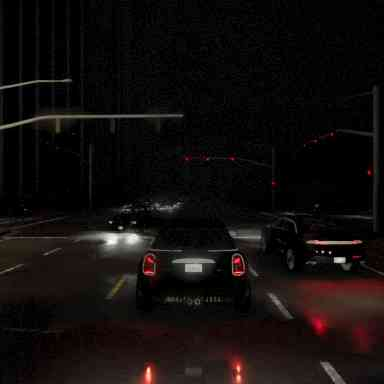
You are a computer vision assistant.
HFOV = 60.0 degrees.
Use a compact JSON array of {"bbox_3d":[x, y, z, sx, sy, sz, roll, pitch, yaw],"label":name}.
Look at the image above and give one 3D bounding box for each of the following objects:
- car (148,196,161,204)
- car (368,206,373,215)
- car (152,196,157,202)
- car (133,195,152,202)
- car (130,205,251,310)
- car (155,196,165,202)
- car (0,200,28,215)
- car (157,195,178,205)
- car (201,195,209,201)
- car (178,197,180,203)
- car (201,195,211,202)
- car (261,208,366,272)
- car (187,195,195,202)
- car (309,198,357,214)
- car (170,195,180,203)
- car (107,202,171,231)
[{"bbox_3d":[-7.177,1.526,64.154,1.812,1.442,4.674,0,0,0],"label":"car"},{"bbox_3d":[19.115,1.560,31.152,4.892,1.490,1.837,0,0,0],"label":"car"},{"bbox_3d":[-7.196,1.352,55.358,2.097,1.767,4.553,0,0,0],"label":"car"},{"bbox_3d":[-7.185,1.526,46.455,1.812,1.442,4.674,0,0,0],"label":"car"},{"bbox_3d":[0.042,1.352,7.953,2.097,1.767,4.553,0,0,0],"label":"car"},{"bbox_3d":[-7.146,1.594,74.197,1.895,1.301,4.718,0,0,0],"label":"car"},{"bbox_3d":[-19.686,1.560,34.491,4.892,1.490,1.837,0,0,0],"label":"car"},{"bbox_3d":[-3.689,1.547,50.777,2.033,1.411,5.357,0,0,0],"label":"car"},{"bbox_3d":[3.326,1.478,87.950,1.882,1.535,5.008,0,0,0],"label":"car"},{"bbox_3d":[-3.690,1.491,60.279,2.128,1.511,4.902,0,0,0],"label":"car"},{"bbox_3d":[3.346,1.500,77.851,1.837,1.490,4.892,0,0,0],"label":"car"},{"bbox_3d":[3.598,1.492,10.763,2.128,1.511,4.902,0,0,-3],"label":"car"},{"bbox_3d":[-0.153,1.478,77.866,1.882,1.535,5.008,0,0,0],"label":"car"},{"bbox_3d":[14.603,1.407,34.705,4.553,1.767,2.097,0,0,2],"label":"car"},{"bbox_3d":[-3.639,1.500,70.490,1.837,1.490,4.892,0,0,0],"label":"car"},{"bbox_3d":[-3.236,1.567,20.601,2.033,1.411,5.357,0,0,14],"label":"car"}]
